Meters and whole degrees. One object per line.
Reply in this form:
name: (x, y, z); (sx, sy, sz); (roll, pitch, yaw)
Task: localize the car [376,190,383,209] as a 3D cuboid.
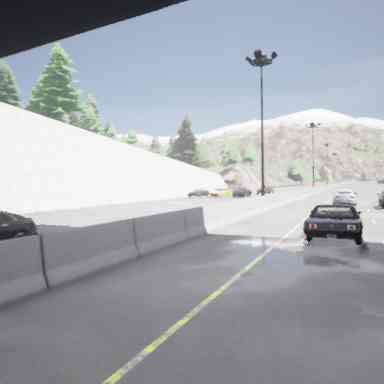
car: (16.092, 0.498, 26.643); (1.837, 1.490, 4.892); (0, 2, 26)

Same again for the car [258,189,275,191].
car: (10.571, -0.242, 47.575); (1.994, 1.385, 4.181); (0, 2, 26)

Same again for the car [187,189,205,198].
car: (1.131, 0.166, 52.167); (2.033, 1.411, 5.357); (0, 2, 26)

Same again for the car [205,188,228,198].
car: (4.279, 0.107, 50.638); (1.882, 1.535, 5.008); (0, 2, 26)

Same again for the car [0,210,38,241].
car: (-7.423, 1.366, 10.697); (1.837, 1.490, 4.892); (0, 2, 26)

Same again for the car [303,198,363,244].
car: (5.706, 1.144, 13.249); (1.895, 1.301, 4.718); (0, 2, 26)

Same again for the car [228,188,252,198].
car: (7.428, 0.095, 49.111); (1.882, 1.535, 5.008); (0, 2, 26)

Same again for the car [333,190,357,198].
car: (13.374, 0.507, 29.090); (1.812, 1.442, 4.674); (0, 2, 26)
